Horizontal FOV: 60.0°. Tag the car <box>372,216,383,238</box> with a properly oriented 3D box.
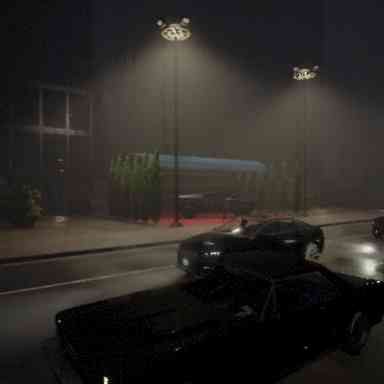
[{"bbox_3d":[10.478,1.356,15.714,5.008,1.535,1.882,0,0,-35],"label":"car"}]

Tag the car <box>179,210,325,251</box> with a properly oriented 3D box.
[{"bbox_3d":[1.841,1.444,9.598,4.902,1.511,2.128,0,0,-35],"label":"car"}]

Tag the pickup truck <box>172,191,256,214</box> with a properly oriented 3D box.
[{"bbox_3d":[1.650,0.947,25.463,6.274,2.098,2.390,0,0,-5],"label":"pickup truck"}]

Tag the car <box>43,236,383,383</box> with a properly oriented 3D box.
[{"bbox_3d":[0.651,1.580,4.450,4.718,1.301,1.895,0,0,-35],"label":"car"}]
